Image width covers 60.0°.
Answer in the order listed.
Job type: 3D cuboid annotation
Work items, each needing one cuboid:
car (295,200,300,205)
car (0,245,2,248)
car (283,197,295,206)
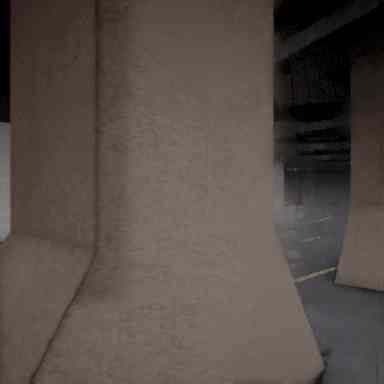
[{"bbox_3d":[17.201,1.650,60.426,1.882,1.535,5.008,0,-1,-33],"label":"car"},{"bbox_3d":[-2.774,1.523,6.504,4.902,1.511,2.128,0,0,-38],"label":"car"},{"bbox_3d":[14.584,1.658,56.546,2.128,1.511,4.902,0,0,-23],"label":"car"}]
